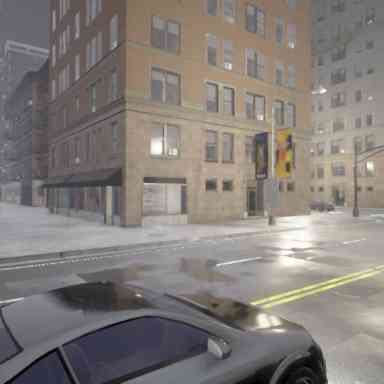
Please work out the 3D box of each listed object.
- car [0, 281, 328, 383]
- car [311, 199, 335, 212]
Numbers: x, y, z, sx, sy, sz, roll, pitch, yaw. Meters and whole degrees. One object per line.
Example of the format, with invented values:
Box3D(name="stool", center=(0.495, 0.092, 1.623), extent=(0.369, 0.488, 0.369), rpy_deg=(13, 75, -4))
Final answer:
Box3D(name="car", center=(-0.637, 1.564, 2.975), extent=(4.181, 1.385, 1.994), rpy_deg=(0, 0, -37))
Box3D(name="car", center=(14.095, 1.551, 38.156), extent=(1.994, 1.385, 4.181), rpy_deg=(0, 0, -36))
